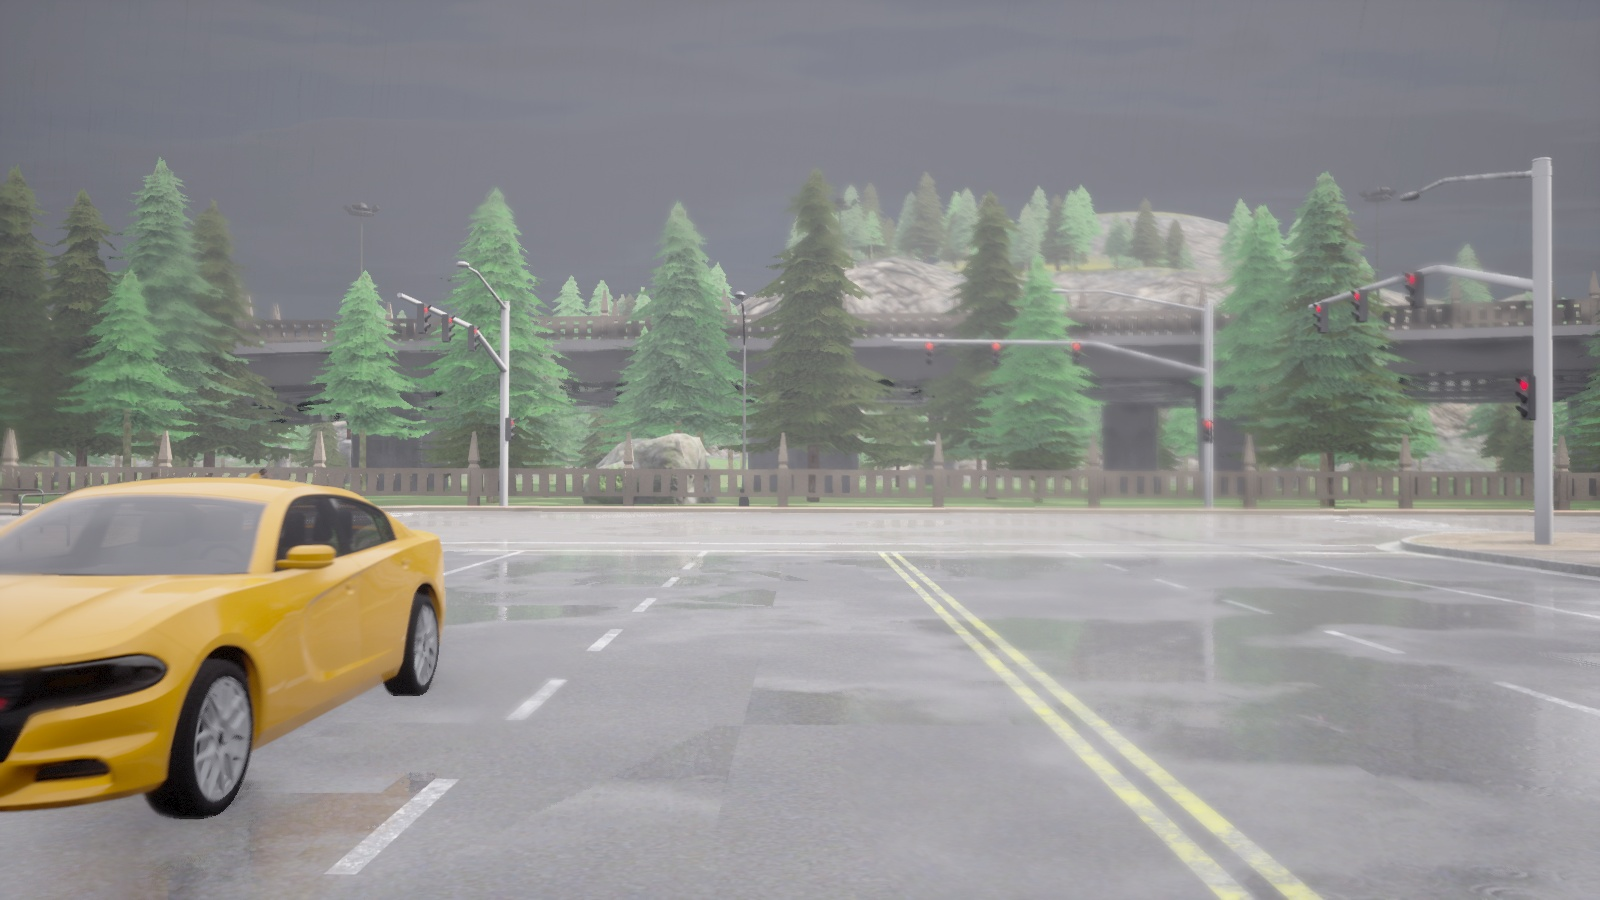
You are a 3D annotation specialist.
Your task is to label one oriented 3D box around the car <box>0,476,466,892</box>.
[{"bbox_3d":[-3.519,0.927,7.204,1.882,1.535,5.008,0,-1,0],"label":"car"}]
